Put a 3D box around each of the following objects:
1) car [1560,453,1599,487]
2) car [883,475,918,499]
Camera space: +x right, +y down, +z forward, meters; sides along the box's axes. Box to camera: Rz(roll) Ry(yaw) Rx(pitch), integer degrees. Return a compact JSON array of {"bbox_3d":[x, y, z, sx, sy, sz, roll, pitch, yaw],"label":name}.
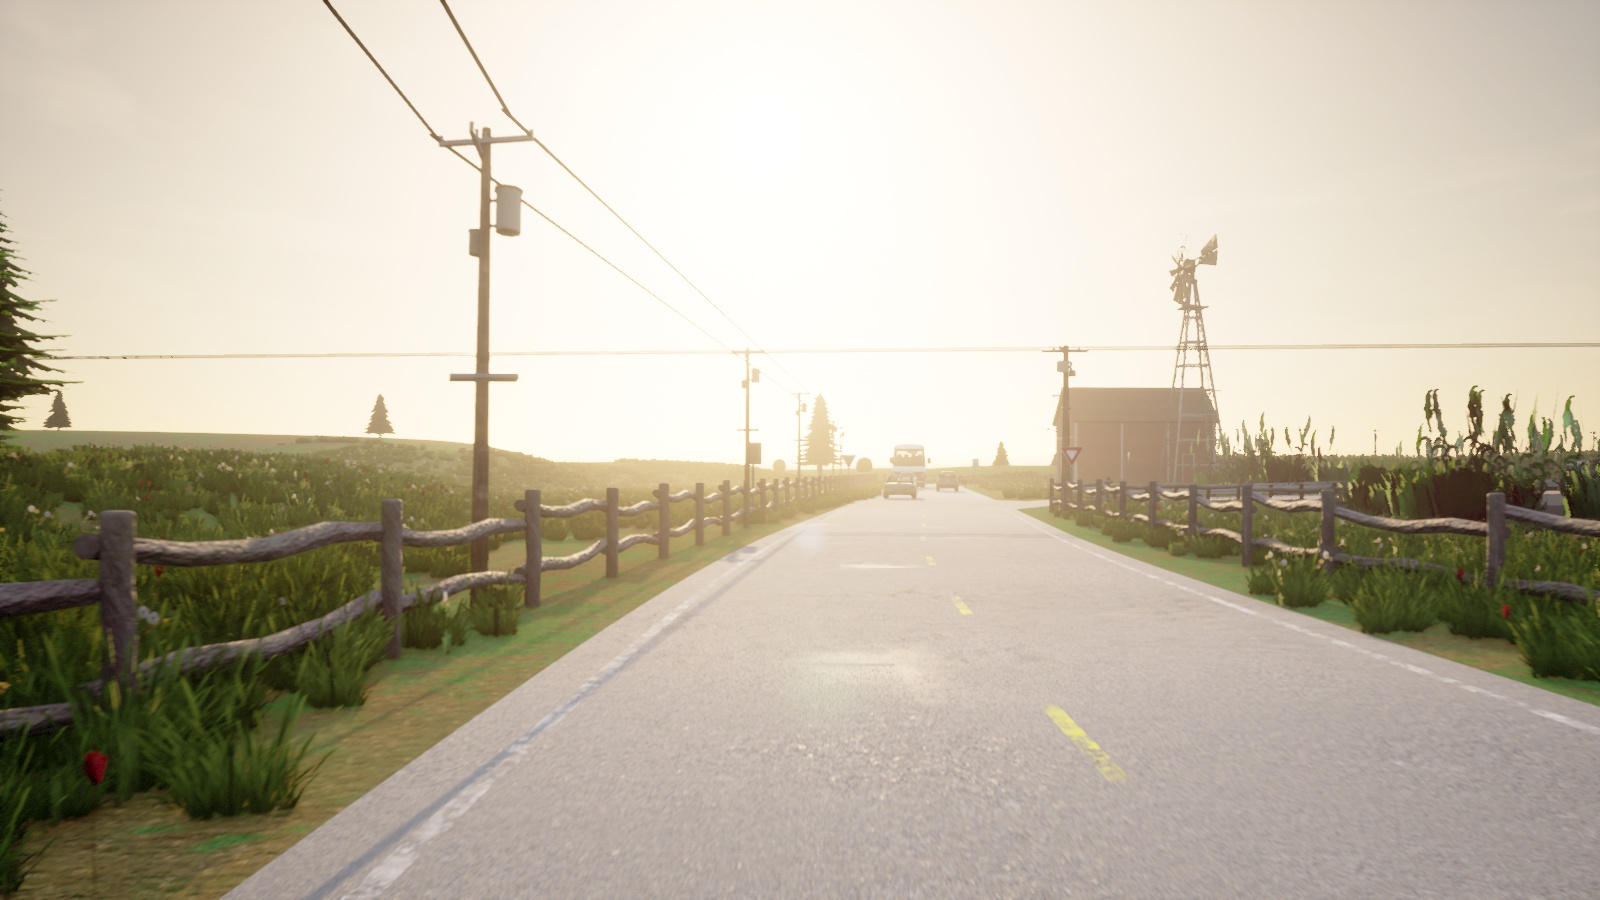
[{"bbox_3d":[37.187,0.895,57.454,3.705,1.549,1.789,-1,-1,8],"label":"car"},{"bbox_3d":[5.838,2.108,72.584,1.895,1.301,4.718,0,-1,6],"label":"car"}]
